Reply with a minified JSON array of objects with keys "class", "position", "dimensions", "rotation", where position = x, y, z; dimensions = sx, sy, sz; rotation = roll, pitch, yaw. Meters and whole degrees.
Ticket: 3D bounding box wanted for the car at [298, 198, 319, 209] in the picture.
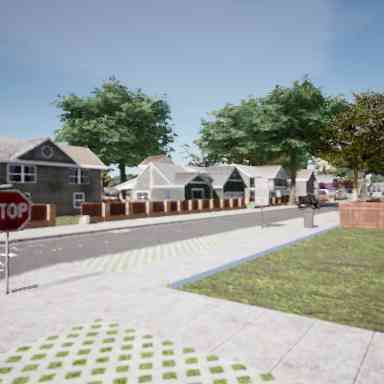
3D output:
[{"class":"car","position":[15.982,1.576,45.494],"dimensions":[1.837,1.490,4.892],"rotation":[0,0,36]}]
